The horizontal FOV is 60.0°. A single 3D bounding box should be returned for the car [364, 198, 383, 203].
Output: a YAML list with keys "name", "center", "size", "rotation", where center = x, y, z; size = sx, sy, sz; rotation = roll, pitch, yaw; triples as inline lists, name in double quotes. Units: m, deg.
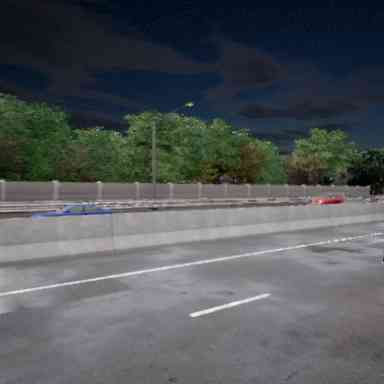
- name: "car"
  center: [21.848, 1.399, 37.178]
  size: [4.902, 1.511, 2.128]
  rotation: [0, 0, -36]

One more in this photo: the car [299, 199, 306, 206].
- name: "car"
  center: [16.999, 1.391, 46.608]
  size: [5.008, 1.535, 1.882]
  rotation: [0, 0, -36]

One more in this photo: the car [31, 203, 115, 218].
- name: "car"
  center: [-7.141, 1.475, 20.376]
  size: [5.008, 1.535, 1.882]
  rotation: [0, 0, -35]

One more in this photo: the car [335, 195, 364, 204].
- name: "car"
  center: [19.781, 1.416, 39.998]
  size: [4.892, 1.490, 1.837]
  rotation: [0, 0, -36]

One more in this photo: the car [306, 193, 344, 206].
- name: "car"
  center: [17.654, 1.134, 42.774]
  size: [5.566, 2.045, 2.150]
  rotation: [0, 0, -36]
